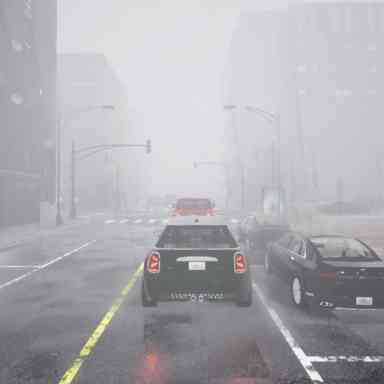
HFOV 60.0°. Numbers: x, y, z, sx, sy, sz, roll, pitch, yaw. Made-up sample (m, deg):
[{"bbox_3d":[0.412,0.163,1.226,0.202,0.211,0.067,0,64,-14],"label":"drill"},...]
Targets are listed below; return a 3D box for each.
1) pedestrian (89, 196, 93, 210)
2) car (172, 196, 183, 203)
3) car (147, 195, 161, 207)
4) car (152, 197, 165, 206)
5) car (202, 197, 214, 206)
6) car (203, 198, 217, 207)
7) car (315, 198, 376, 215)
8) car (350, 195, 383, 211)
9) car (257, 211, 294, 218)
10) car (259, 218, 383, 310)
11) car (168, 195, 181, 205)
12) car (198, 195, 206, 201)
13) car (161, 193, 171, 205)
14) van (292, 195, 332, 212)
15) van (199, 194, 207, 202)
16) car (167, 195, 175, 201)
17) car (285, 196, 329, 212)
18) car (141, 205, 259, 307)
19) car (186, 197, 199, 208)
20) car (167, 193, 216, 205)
[{"bbox_3d":[-12.542,1.348,41.356,0.375,1.860,0.375,0,0,0],"label":"pedestrian"},{"bbox_3d":[-3.023,1.553,70.725,2.128,1.511,4.902,0,0,0],"label":"car"},{"bbox_3d":[-5.692,1.334,51.434,2.192,1.841,5.009,1,0,0],"label":"car"},{"bbox_3d":[-5.697,1.566,57.005,1.887,1.381,4.507,1,0,0],"label":"car"},{"bbox_3d":[2.683,1.603,56.967,1.802,1.307,4.206,1,0,0],"label":"car"},{"bbox_3d":[2.684,1.585,51.396,1.947,1.339,4.313,1,0,0],"label":"car"},{"bbox_3d":[13.694,1.413,29.838,4.206,1.307,1.802,0,0,0],"label":"car"},{"bbox_3d":[19.279,1.228,38.182,5.009,1.841,2.192,0,0,0],"label":"car"},{"bbox_3d":[2.826,1.555,13.204,2.008,1.369,4.403,1,0,0],"label":"car"},{"bbox_3d":[2.828,1.553,7.634,2.008,1.369,4.403,1,0,0],"label":"car"},{"bbox_3d":[-3.088,1.375,60.655,2.097,1.767,4.553,0,0,0],"label":"car"},{"bbox_3d":[2.672,1.582,90.394,1.887,1.381,4.507,1,0,0],"label":"car"},{"bbox_3d":[-3.137,1.240,51.086,2.150,2.045,5.566,0,0,0],"label":"car"},{"bbox_3d":[13.752,1.296,38.220,3.998,1.788,1.690,0,0,0],"label":"van"},{"bbox_3d":[2.678,1.373,79.253,1.690,1.788,3.998,1,0,0],"label":"van"},{"bbox_3d":[-5.708,1.603,90.431,1.947,1.339,4.313,1,0,0],"label":"car"},{"bbox_3d":[12.176,1.455,35.692,4.674,1.442,1.812,-1,-1,2],"label":"car"},{"bbox_3d":[0.098,1.354,8.130,2.097,1.767,4.553,0,0,0],"label":"car"},{"bbox_3d":[0.055,1.521,48.506,1.837,1.490,4.892,-1,0,-1],"label":"car"},{"bbox_3d":[0.082,1.228,17.601,2.150,2.045,5.566,0,0,0],"label":"car"}]
